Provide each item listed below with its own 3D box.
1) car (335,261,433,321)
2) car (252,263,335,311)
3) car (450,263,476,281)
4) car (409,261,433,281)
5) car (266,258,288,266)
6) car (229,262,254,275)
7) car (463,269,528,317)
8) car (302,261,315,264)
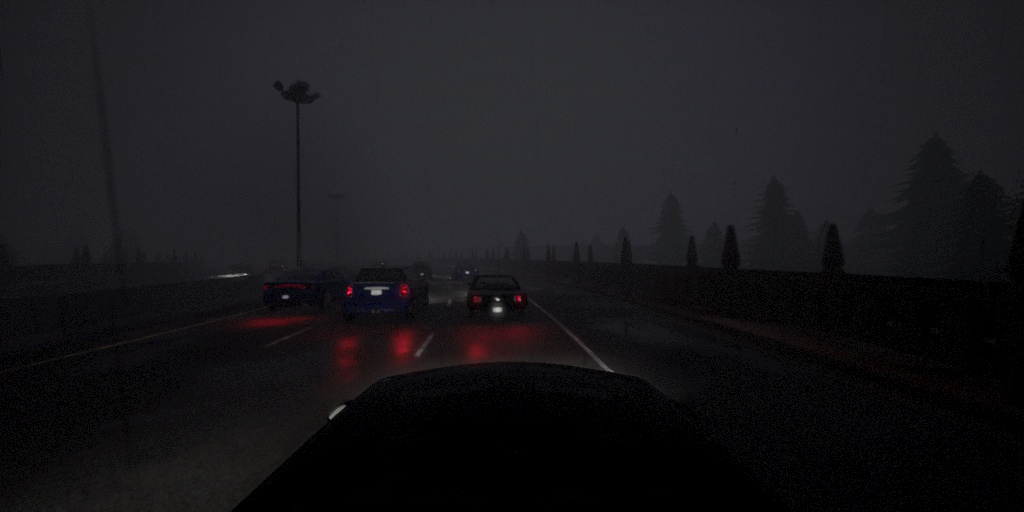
[{"bbox_3d":[-4.213,1.089,12.667,2.097,1.767,4.553,0,0,-6],"label":"car"},{"bbox_3d":[-7.918,1.225,14.527,1.882,1.535,5.008,0,0,-7],"label":"car"},{"bbox_3d":[-3.995,1.266,29.925,1.994,1.385,4.181,0,0,-15],"label":"car"},{"bbox_3d":[-7.950,1.225,31.100,1.837,1.490,4.892,0,0,-16],"label":"car"},{"bbox_3d":[-27.859,1.183,42.553,2.097,1.767,4.553,-1,0,-28],"label":"car"},{"bbox_3d":[-31.468,1.426,41.858,1.994,1.385,4.181,0,0,-29],"label":"car"},{"bbox_3d":[-0.675,1.325,13.006,1.895,1.301,4.718,0,0,-6],"label":"car"},{"bbox_3d":[-22.855,1.323,40.308,1.812,1.442,4.674,0,0,-25],"label":"car"}]
